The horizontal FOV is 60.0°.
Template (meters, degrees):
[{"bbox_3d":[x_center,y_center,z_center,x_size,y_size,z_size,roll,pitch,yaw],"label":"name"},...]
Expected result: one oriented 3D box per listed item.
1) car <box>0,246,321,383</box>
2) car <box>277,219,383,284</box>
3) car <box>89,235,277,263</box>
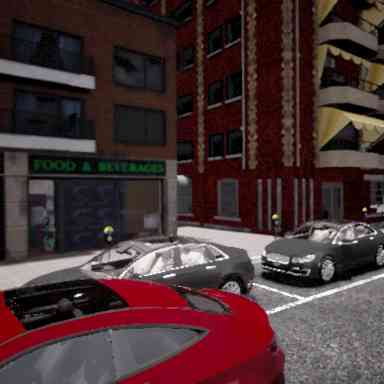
[{"bbox_3d":[-1.249,1.522,2.486,4.674,1.442,1.812,-1,0,-35],"label":"car"},{"bbox_3d":[3.815,1.469,9.278,4.403,1.369,2.008,-1,0,-35],"label":"car"},{"bbox_3d":[-0.785,1.524,6.001,4.403,1.369,2.008,-1,0,-35],"label":"car"}]
